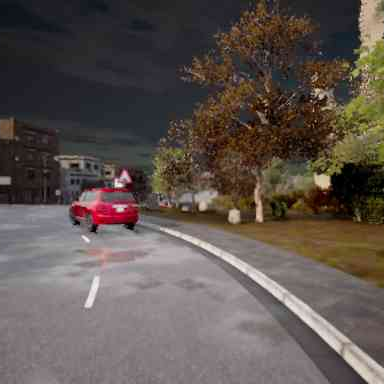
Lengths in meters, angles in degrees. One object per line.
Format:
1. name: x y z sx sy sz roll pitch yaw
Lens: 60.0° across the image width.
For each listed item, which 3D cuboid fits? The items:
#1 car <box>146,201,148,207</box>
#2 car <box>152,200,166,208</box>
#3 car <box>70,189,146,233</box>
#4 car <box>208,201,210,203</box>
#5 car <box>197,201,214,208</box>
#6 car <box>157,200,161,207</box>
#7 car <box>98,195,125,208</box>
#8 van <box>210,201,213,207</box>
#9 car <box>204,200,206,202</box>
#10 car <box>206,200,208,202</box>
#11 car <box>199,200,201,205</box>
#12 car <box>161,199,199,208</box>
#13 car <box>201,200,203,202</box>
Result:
1. car: -8.848 2.472 66.012 2.128 1.511 4.902 0 -3 8
2. car: -7.505 2.675 75.932 2.097 1.767 4.553 0 -2 8
3. car: -4.707 0.838 17.333 2.150 2.045 5.566 0 1 -33
4. car: 1.128 2.976 74.184 4.674 1.452 2.002 0 -2 8
5. car: 3.740 3.534 93.285 4.553 1.767 2.185 0 -2 8
6. car: -5.573 2.582 65.984 1.994 1.385 4.181 0 -3 8
7. car: -11.260 1.359 46.813 2.097 1.767 4.553 0 -3 7
8. van: 2.351 3.046 82.361 4.442 1.987 1.878 0 -2 8
9. car: -0.533 2.437 63.303 5.366 1.575 1.946 0 -3 8
10. car: 0.359 2.572 68.735 4.553 1.767 2.185 0 -2 8
11. car: -1.460 2.033 55.099 5.008 1.535 2.097 0 -3 8
12. car: -1.830 1.894 52.373 4.892 1.521 2.231 0 -3 8
13. car: -1.080 2.173 57.822 4.892 1.521 2.231 0 -3 8
